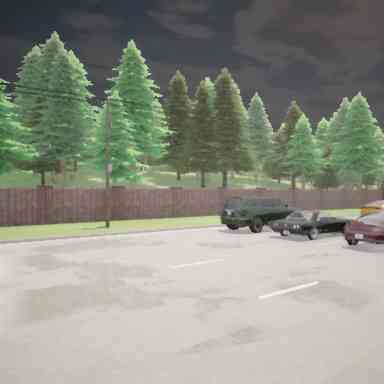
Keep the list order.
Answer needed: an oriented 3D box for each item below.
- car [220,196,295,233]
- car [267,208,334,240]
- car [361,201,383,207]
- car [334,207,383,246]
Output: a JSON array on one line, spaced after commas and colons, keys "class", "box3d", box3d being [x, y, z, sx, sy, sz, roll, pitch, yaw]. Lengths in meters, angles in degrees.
[{"class": "car", "box3d": [4.228, 1.257, 19.782, 5.566, 2.045, 2.150, 0, 0, -35]}, {"class": "car", "box3d": [6.261, 1.616, 16.933, 4.718, 1.301, 1.895, 0, 0, -35]}, {"class": "car", "box3d": [16.416, 1.484, 28.476, 5.008, 1.535, 1.882, 0, 0, -35]}, {"class": "car", "box3d": [8.269, 1.532, 14.066, 4.674, 1.442, 1.812, 0, 0, -35]}]
